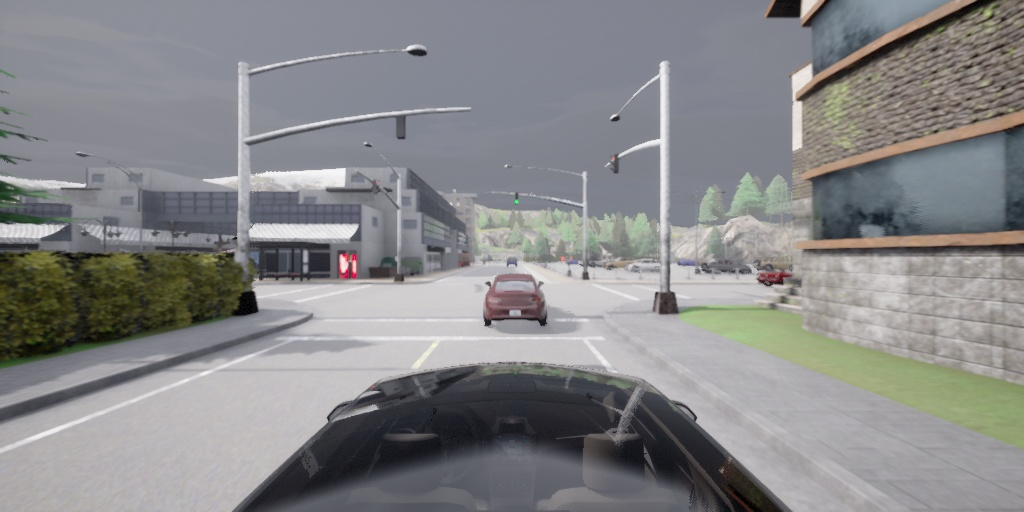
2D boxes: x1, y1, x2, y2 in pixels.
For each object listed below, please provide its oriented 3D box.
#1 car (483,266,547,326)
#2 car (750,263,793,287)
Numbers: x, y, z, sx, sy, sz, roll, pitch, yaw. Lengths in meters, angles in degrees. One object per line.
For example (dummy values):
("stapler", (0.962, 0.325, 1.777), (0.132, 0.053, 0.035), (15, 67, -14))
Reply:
("car", (0.088, 1.264, 11.696), (1.812, 1.442, 4.674), (0, 2, 0))
("car", (17.016, 1.223, 20.881), (4.718, 1.301, 1.895), (0, 0, 0))
